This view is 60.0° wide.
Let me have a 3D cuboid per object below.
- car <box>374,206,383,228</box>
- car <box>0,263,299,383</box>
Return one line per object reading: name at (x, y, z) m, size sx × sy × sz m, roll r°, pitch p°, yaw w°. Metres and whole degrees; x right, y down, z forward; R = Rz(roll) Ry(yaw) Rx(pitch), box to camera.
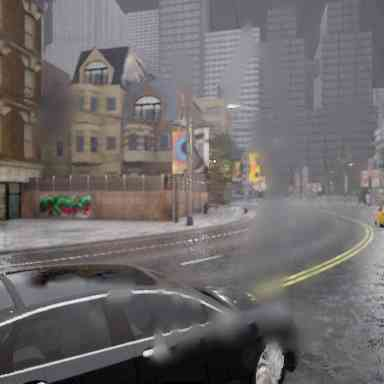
car at (14.369, 1.696, 23.930) m, size 1.882 × 1.535 × 5.008 m, roll 0°, pitch 0°, yaw 23°
car at (-0.871, 1.534, 3.432) m, size 4.892 × 1.490 × 1.837 m, roll 1°, pitch 0°, yaw -37°
